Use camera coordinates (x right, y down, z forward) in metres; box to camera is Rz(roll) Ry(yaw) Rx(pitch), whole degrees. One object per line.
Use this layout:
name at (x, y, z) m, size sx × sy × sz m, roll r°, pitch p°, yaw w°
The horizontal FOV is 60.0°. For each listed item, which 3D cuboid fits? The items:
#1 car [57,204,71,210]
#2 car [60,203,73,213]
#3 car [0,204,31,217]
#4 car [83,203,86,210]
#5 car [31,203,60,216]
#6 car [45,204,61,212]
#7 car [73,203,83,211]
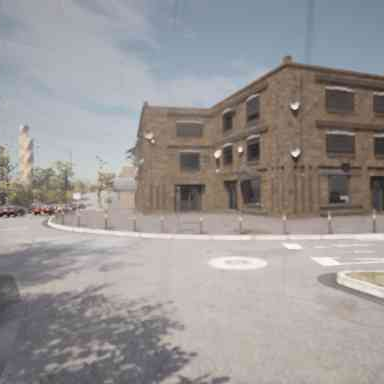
car at (-26.907, 3.146, 70.008) m, size 1.895 × 1.301 × 4.718 m, roll -1°, pitch -2°, yaw -11°
car at (-19.992, 2.573, 50.724) m, size 1.895 × 1.301 × 4.718 m, roll -1°, pitch -2°, yaw -10°
car at (-20.591, 2.130, 38.247) m, size 2.033 × 1.411 × 5.357 m, roll -1°, pitch -2°, yaw -14°
car at (-23.784, 3.024, 70.984) m, size 1.882 × 1.535 × 5.008 m, roll -1°, pitch -2°, yaw -11°
car at (-17.802, 2.203, 40.592) m, size 1.895 × 1.301 × 4.718 m, roll -1°, pitch -2°, yaw -13°
car at (-25.101, 2.896, 60.273) m, size 1.812 × 1.442 × 4.674 m, roll -1°, pitch -2°, yaw -11°
car at (-21.906, 2.826, 60.868) m, size 2.128 × 1.511 × 4.902 m, roll -1°, pitch -2°, yaw -11°
